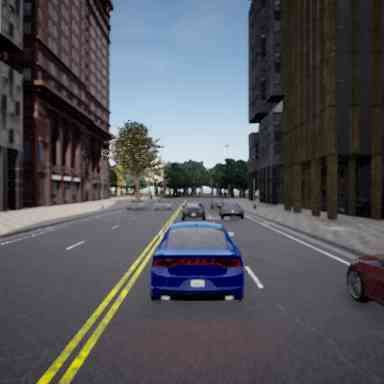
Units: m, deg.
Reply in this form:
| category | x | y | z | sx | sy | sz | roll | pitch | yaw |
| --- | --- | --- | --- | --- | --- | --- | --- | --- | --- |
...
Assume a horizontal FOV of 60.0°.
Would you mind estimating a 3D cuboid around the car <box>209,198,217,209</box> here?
| category | x | y | z | sx | sy | sz | roll | pitch | yaw |
| --- | --- | --- | --- | --- | --- | --- | --- | --- | --- |
| car | 3.281 | 1.496 | 43.384 | 2.033 | 1.411 | 5.357 | 0 | 0 | 0 |

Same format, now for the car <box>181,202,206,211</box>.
| category | x | y | z | sx | sy | sz | roll | pitch | yaw |
| --- | --- | --- | --- | --- | --- | --- | --- | --- | --- |
| car | 0.120 | 1.493 | 26.788 | 1.812 | 1.442 | 4.674 | 0 | 0 | 0 |

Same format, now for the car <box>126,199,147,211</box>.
| category | x | y | z | sx | sy | sz | roll | pitch | yaw |
| --- | --- | --- | --- | --- | --- | --- | --- | --- | --- |
| car | -6.581 | 1.550 | 39.670 | 1.895 | 1.301 | 4.718 | 0 | 0 | 0 |

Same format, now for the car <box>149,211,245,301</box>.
| category | x | y | z | sx | sy | sz | roll | pitch | yaw |
| --- | --- | --- | --- | --- | --- | --- | --- | --- | --- |
| car | 0.101 | 1.468 | 8.377 | 1.882 | 1.535 | 5.008 | 0 | 0 | 0 |

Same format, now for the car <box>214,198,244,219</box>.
| category | x | y | z | sx | sy | sz | roll | pitch | yaw |
| --- | --- | --- | --- | --- | --- | --- | --- | --- | --- |
| car | 3.310 | 1.530 | 28.981 | 1.994 | 1.385 | 4.181 | 0 | 0 | 0 |

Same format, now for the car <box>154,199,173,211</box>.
| category | x | y | z | sx | sy | sz | roll | pitch | yaw |
| --- | --- | --- | --- | --- | --- | --- | --- | --- | --- |
| car | -3.332 | 1.552 | 39.273 | 1.895 | 1.301 | 4.718 | 0 | 0 | 0 |

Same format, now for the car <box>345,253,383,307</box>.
| category | x | y | z | sx | sy | sz | roll | pitch | yaw |
| --- | --- | --- | --- | --- | --- | --- | --- | --- | --- |
| car | 4.226 | 1.521 | 5.270 | 1.812 | 1.442 | 4.674 | 0 | 0 | 0 |
